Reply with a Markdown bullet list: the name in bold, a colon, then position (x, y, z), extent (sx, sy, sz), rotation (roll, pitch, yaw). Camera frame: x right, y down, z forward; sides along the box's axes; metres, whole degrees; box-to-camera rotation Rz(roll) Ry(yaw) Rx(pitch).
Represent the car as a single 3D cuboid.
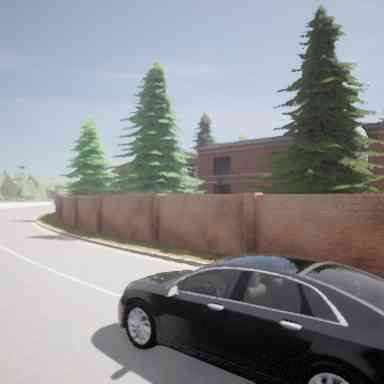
- **car**: position (0.890, 1.658, 4.762), extent (4.892, 1.490, 1.837), rotation (-1, -2, 41)
